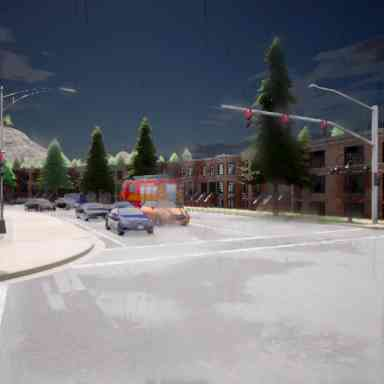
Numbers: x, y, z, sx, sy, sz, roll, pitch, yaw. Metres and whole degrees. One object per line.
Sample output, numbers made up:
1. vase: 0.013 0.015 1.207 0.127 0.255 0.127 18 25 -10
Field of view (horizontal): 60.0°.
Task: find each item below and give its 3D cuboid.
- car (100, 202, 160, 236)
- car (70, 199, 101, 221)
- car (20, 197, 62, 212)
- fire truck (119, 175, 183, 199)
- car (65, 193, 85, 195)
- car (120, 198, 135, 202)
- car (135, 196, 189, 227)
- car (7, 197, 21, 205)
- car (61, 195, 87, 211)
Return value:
1. car: -3.661 1.526 18.917 1.812 1.442 4.674 0 0 -27
2. car: -8.241 1.547 27.298 2.033 1.411 5.357 0 0 -30
3. car: -17.407 1.504 38.220 4.892 1.490 1.837 0 0 39
4. fire truck: -4.387 0.342 34.028 2.891 3.827 8.468 1 0 -36
5. car: -18.855 1.221 51.988 5.566 2.045 2.150 0 0 29
6. car: -6.363 1.564 30.595 1.994 1.385 4.181 0 0 -33
7. car: -1.998 1.352 23.135 2.097 1.767 4.553 0 0 -29
8. car: -28.415 1.547 56.159 5.357 1.411 2.033 0 0 15
9. car: -15.404 1.491 41.054 4.902 1.511 2.128 0 0 39
